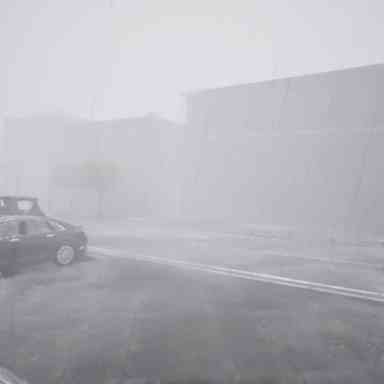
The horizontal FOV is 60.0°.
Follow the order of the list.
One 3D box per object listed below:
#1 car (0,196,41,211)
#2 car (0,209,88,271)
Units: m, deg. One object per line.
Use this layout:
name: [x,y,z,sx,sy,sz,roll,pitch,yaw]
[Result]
car: [-7.535,1.168,10.743,2.435,2.045,5.566,0,0,36]
car: [-5.235,1.428,9.145,2.231,1.521,4.892,0,0,36]
